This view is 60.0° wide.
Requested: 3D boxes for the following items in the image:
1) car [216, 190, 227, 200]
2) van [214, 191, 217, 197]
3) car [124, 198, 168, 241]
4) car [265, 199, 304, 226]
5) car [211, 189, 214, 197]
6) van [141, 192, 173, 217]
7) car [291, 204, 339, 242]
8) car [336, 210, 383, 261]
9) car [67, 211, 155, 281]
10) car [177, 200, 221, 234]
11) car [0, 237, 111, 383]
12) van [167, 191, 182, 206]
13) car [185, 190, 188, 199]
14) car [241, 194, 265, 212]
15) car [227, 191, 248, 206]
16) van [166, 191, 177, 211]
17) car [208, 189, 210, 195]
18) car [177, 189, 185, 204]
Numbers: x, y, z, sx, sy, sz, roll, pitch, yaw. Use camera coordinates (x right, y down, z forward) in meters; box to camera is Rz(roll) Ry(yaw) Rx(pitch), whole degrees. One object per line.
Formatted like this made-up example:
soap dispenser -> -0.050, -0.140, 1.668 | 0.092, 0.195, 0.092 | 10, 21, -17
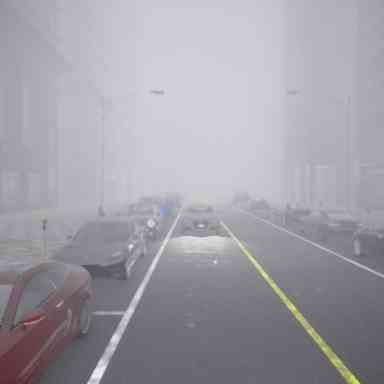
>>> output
car -> 6.339, 0.742, 65.972 | 1.752, 1.417, 4.829 | 0, 1, 0
van -> 6.357, 0.496, 71.435 | 1.690, 1.788, 3.998 | 0, 1, 0
car -> -2.358, 1.243, 15.092 | 1.967, 1.590, 4.097 | 0, 1, 0
car -> 6.186, 1.304, 20.716 | 2.008, 1.369, 4.403 | 0, 1, 0
car -> 6.396, 0.467, 82.709 | 1.967, 1.590, 4.097 | 0, 1, 0
van -> -2.339, 1.074, 20.726 | 1.690, 1.788, 3.998 | 0, 1, 0
car -> 6.167, 1.404, 15.081 | 1.802, 1.307, 4.206 | 0, 1, 0
car -> 6.148, 1.444, 9.444 | 2.008, 1.369, 4.403 | 0, 1, 0
car -> -2.377, 1.439, 9.457 | 1.947, 1.339, 4.313 | 0, 1, 0
car -> 0.414, 1.343, 17.436 | 1.994, 1.385, 4.181 | 0, 1, 0
car -> -2.396, 1.526, 3.821 | 1.802, 1.307, 4.206 | 0, 1, 0
van -> -2.263, 0.802, 43.270 | 1.690, 1.788, 3.998 | 0, 1, 0
car -> -2.206, 0.808, 60.182 | 1.887, 1.381, 4.507 | 0, 1, 0
car -> 6.224, 1.160, 31.987 | 1.887, 1.381, 4.507 | 0, 1, 0
car -> 6.262, 0.795, 43.256 | 2.192, 1.841, 5.009 | 0, 1, 0
van -> -2.320, 1.005, 26.362 | 1.690, 1.788, 3.998 | 0, 1, 0
car -> 6.434, 0.450, 93.982 | 2.008, 1.369, 4.403 | 0, 1, 0
car -> -2.282, 0.843, 37.634 | 2.192, 1.841, 5.009 | 0, 1, 0
